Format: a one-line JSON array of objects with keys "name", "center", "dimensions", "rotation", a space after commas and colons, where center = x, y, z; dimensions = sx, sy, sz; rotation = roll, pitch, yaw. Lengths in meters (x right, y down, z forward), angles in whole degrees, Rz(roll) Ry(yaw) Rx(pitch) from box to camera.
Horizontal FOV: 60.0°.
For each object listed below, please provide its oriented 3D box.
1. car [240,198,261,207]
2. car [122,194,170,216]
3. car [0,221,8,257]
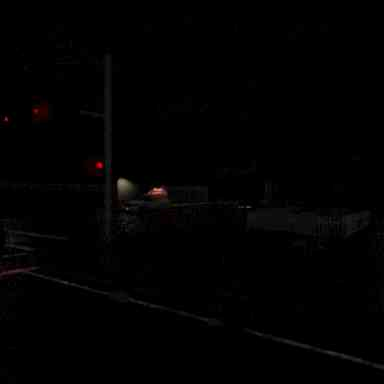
[{"name": "car", "center": [9.346, 1.570, 53.003], "dimensions": [1.994, 1.385, 4.181], "rotation": [0, 0, 36]}, {"name": "car", "center": [-4.541, 1.227, 33.786], "dimensions": [2.150, 2.045, 5.566], "rotation": [0, 0, 36]}, {"name": "car", "center": [-7.941, 1.529, 12.225], "dimensions": [1.812, 1.442, 4.674], "rotation": [-1, 0, -28]}]
